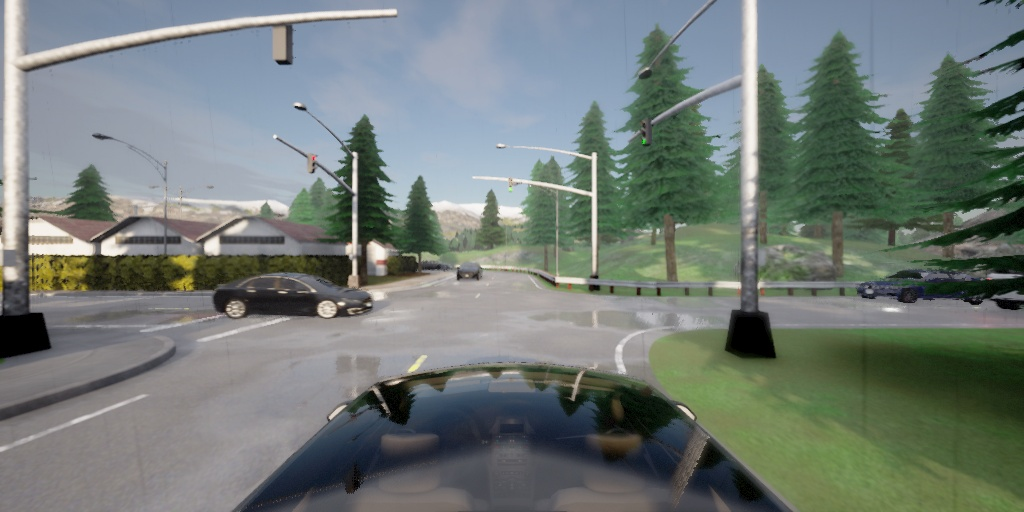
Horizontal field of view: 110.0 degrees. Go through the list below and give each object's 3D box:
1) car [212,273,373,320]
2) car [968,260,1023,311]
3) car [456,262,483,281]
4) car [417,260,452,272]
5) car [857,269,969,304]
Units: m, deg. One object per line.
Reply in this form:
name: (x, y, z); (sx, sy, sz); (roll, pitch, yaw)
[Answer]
car: (-7.300, 1.358, 12.183); (4.892, 1.490, 1.837); (1, 0, 0)
car: (20.016, 1.124, 12.388); (5.566, 2.045, 2.150); (1, 0, 0)
car: (-3.623, 1.289, 31.112); (1.882, 1.535, 5.008); (0, 0, 0)
car: (-10.442, 1.345, 48.304); (4.902, 1.511, 2.128); (0, -1, 16)
car: (18.215, 1.321, 15.953); (4.674, 1.442, 1.812); (0, 0, -1)
